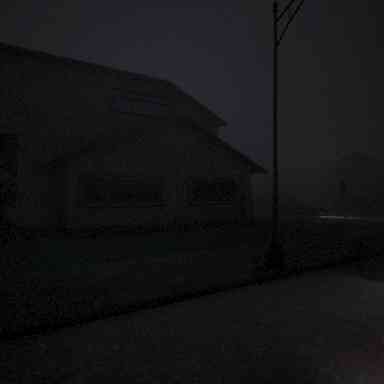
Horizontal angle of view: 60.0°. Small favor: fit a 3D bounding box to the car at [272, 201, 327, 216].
[{"bbox_3d":[10.325,1.547,32.501,2.033,1.411,5.357,0,0,-35],"label":"car"}]
